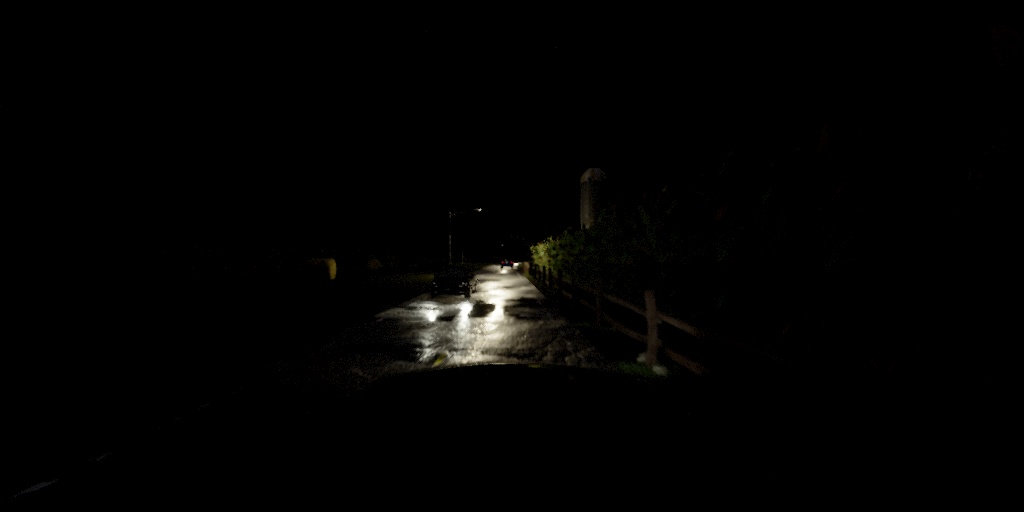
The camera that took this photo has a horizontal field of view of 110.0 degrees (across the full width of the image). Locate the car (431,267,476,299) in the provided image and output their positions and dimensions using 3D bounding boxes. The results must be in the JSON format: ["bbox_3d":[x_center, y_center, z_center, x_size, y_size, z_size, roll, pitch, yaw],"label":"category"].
[{"bbox_3d":[-3.003,1.316,19.134,1.882,1.535,5.008,0,-1,0],"label":"car"}]

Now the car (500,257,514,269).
[{"bbox_3d":[-0.839,1.281,63.171,2.150,2.045,5.566,0,0,0],"label":"car"}]
